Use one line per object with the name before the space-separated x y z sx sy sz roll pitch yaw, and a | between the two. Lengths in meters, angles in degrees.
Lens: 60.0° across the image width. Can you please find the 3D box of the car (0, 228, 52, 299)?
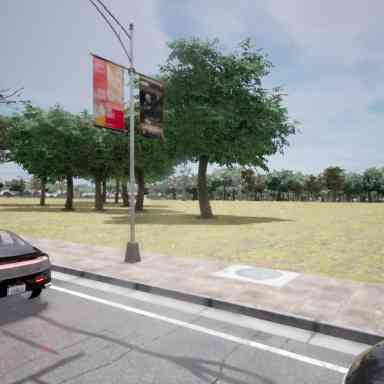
car | -5.040 1.515 7.253 4.902 1.511 2.128 0 0 36

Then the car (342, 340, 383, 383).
car | 3.234 1.493 1.368 4.902 1.511 2.128 0 0 36
